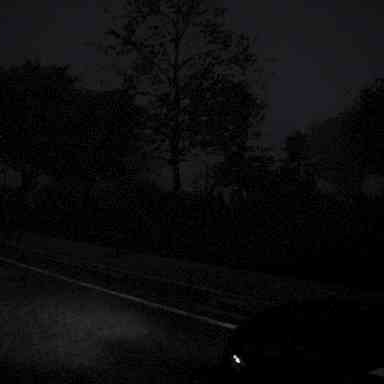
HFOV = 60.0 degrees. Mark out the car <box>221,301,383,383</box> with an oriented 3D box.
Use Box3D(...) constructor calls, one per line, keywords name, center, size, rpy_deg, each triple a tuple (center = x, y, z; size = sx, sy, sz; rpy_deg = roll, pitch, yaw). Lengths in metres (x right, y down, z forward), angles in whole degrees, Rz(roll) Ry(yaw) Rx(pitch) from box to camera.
Box3D(name="car", center=(2.514, 1.499, 2.306), size=(4.902, 1.511, 2.128), rpy_deg=(0, 0, 35))
